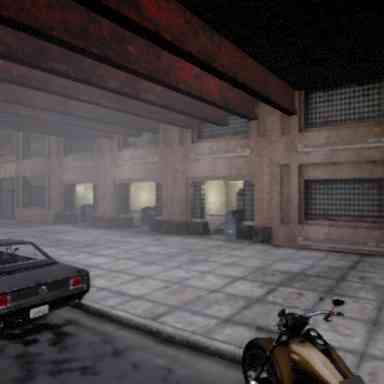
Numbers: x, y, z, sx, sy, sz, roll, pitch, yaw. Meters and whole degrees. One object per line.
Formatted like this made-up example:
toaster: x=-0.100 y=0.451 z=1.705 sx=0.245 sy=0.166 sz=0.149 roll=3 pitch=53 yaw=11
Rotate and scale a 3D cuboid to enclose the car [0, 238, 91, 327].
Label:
car: x=-4.212 y=1.583 z=6.503 sx=4.718 sy=1.301 sz=1.895 roll=0 pitch=0 yaw=35
